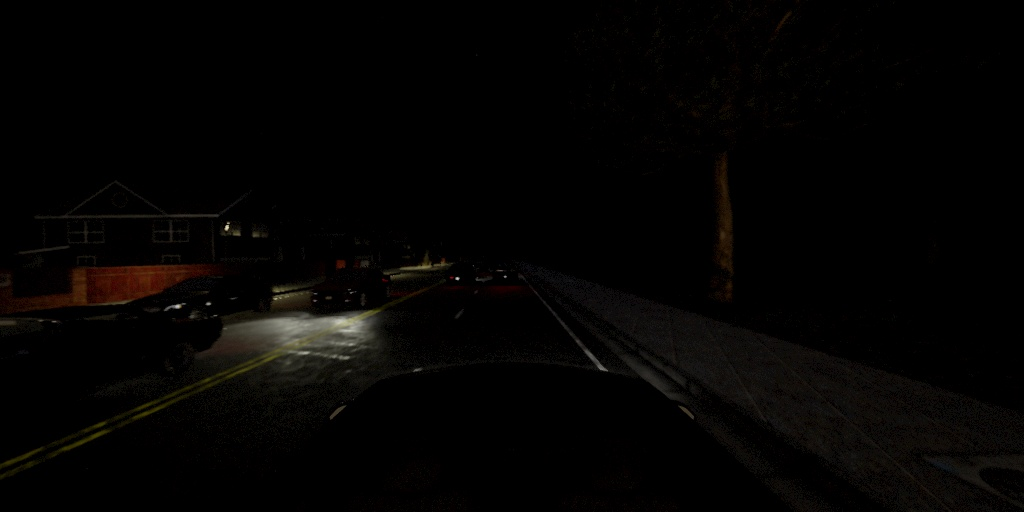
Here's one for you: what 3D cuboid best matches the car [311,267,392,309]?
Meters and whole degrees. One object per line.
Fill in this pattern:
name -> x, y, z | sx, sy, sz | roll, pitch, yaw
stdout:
car -> -6.858, 1.293, 15.809 | 1.882, 1.535, 5.008 | -1, 0, -1

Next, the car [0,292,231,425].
car -> -6.619, 1.429, 4.834 | 1.895, 1.301, 4.718 | -1, 0, -1

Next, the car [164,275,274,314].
car -> -9.945, 1.385, 11.836 | 1.812, 1.442, 4.674 | -1, 0, -1

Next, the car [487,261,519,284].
car -> -0.498, 1.212, 27.158 | 2.128, 1.511, 4.902 | -1, 0, -1

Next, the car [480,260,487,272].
car -> -4.094, 1.255, 45.321 | 1.812, 1.442, 4.674 | -1, 0, -1

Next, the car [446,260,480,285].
car -> -3.743, 1.266, 26.789 | 1.837, 1.490, 4.892 | -1, 1, -1
